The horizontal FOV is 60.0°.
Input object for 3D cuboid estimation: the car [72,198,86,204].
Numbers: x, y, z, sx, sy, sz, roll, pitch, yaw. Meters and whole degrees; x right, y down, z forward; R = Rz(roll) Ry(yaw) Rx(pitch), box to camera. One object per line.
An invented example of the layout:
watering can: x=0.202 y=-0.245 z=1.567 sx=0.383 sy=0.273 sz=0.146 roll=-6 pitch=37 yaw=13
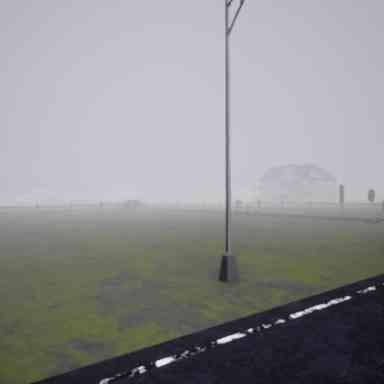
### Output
car: x=-29.570 y=2.476 z=88.331 sx=1.994 sy=1.385 sz=4.181 roll=1 pitch=-1 yaw=-36

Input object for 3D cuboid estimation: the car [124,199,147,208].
car: x=-9.708 y=1.944 z=56.429 sx=2.033 sy=1.411 sz=5.357 roll=1 pitch=-1 yaw=-36
